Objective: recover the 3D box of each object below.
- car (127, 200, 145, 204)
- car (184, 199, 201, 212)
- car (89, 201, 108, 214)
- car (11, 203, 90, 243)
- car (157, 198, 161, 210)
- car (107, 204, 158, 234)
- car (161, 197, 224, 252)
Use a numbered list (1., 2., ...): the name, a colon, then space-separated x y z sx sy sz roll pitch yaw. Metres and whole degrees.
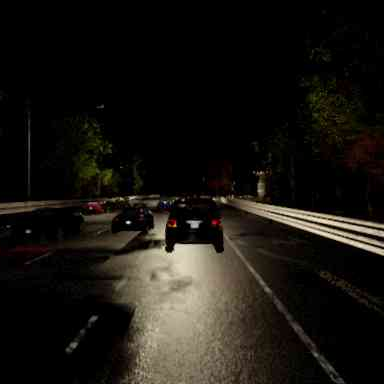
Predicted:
1. car: -6.917 1.648 40.782 2.033 1.411 5.357 0 0 0
2. car: 0.087 1.649 41.423 2.033 1.411 5.357 0 0 0
3. car: -10.415 1.653 36.199 1.994 1.385 4.181 0 0 0
4. car: -6.907 1.518 16.497 1.882 1.535 5.008 0 0 0
5. car: -3.419 1.460 44.199 2.097 1.767 4.553 0 0 0
6. car: -3.409 1.612 19.800 1.994 1.385 4.181 0 0 0
7. car: 0.094 1.257 14.213 2.150 2.045 5.566 0 0 0
